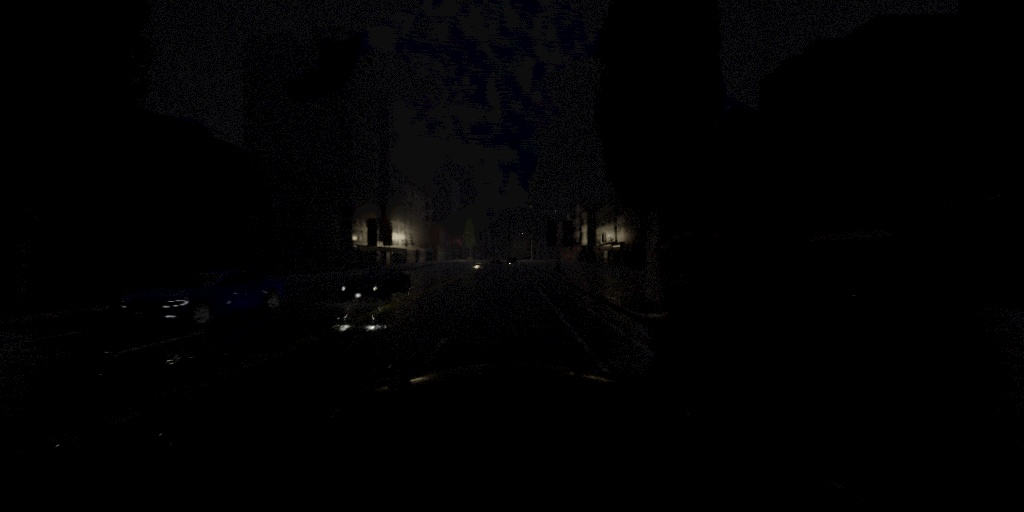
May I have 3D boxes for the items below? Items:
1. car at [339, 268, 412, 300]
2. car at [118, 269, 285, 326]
[{"bbox_3d":[-6.560,1.294,17.960,2.033,1.411,5.357,0,0,0],"label":"car"},{"bbox_3d":[-9.836,1.231,11.939,1.882,1.535,5.008,0,0,0],"label":"car"}]
